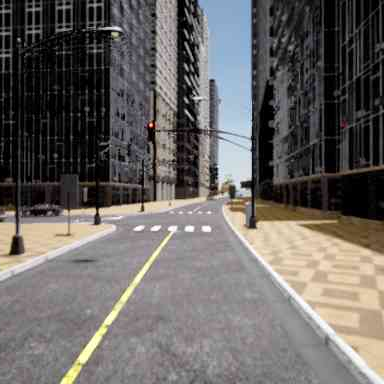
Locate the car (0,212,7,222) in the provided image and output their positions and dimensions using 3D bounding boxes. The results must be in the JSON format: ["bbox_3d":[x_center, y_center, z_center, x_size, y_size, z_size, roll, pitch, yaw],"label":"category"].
[{"bbox_3d":[-17.574,1.878,27.608,4.403,1.369,2.008,-1,0,11],"label":"car"}]

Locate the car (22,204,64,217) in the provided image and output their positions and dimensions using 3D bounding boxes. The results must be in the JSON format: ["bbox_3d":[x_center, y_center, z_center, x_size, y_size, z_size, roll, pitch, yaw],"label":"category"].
[{"bbox_3d":[-16.045,1.943,35.847,4.403,1.369,2.008,-1,0,11],"label":"car"}]

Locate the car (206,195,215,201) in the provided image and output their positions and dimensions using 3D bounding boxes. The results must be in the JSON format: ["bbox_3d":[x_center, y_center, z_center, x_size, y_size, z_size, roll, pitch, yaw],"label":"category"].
[{"bbox_3d":[4.831,1.493,87.575,2.097,1.767,4.553,0,0,10],"label":"car"}]
